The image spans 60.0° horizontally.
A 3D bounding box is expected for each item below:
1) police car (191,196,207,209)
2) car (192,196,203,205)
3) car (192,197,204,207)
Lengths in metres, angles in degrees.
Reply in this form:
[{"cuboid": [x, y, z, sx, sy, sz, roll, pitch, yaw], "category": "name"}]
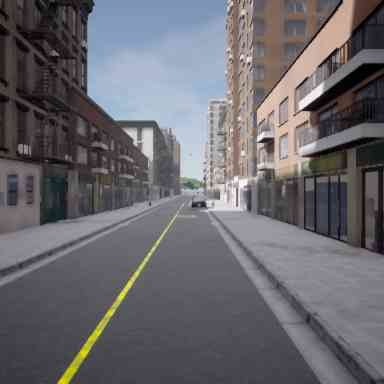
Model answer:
[{"cuboid": [0.900, 1.423, 43.835, 1.930, 1.638, 5.238, 0, 0, 0], "category": "police car"}, {"cuboid": [0.899, 1.484, 59.725, 1.882, 1.535, 5.008, 0, 0, 0], "category": "car"}, {"cuboid": [0.900, 1.536, 53.724, 1.837, 1.490, 4.892, 0, 0, 0], "category": "car"}]
